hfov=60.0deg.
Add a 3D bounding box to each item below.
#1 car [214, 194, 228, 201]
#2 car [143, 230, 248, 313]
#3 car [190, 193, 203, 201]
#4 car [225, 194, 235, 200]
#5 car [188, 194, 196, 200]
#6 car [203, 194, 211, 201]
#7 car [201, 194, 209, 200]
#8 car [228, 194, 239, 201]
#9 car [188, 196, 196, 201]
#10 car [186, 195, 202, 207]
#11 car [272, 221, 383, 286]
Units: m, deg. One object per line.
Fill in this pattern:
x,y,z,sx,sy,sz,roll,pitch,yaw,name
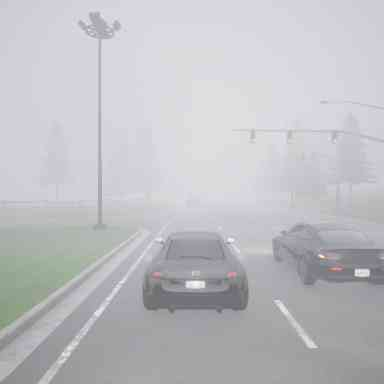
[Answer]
7.037,1.516,82.158,1.812,1.442,4.674,0,0,0,car
0.074,1.564,7.749,1.994,1.385,4.181,0,0,0,car
0.444,1.223,66.000,2.150,2.045,5.566,0,0,0,car
10.541,1.372,92.160,2.033,1.411,5.357,0,0,0,car
0.041,1.357,92.164,2.128,1.511,4.902,0,0,0,car
3.537,1.545,82.159,1.994,1.385,4.181,0,0,0,car
3.541,1.357,92.163,2.128,1.511,4.902,0,0,0,car
10.537,1.516,82.156,1.812,1.442,4.674,0,0,0,car
0.037,1.587,82.191,1.895,1.301,4.718,0,0,0,car
0.023,1.547,51.124,2.033,1.411,5.357,0,0,0,car
3.584,1.526,9.271,1.812,1.442,4.674,0,0,0,car
